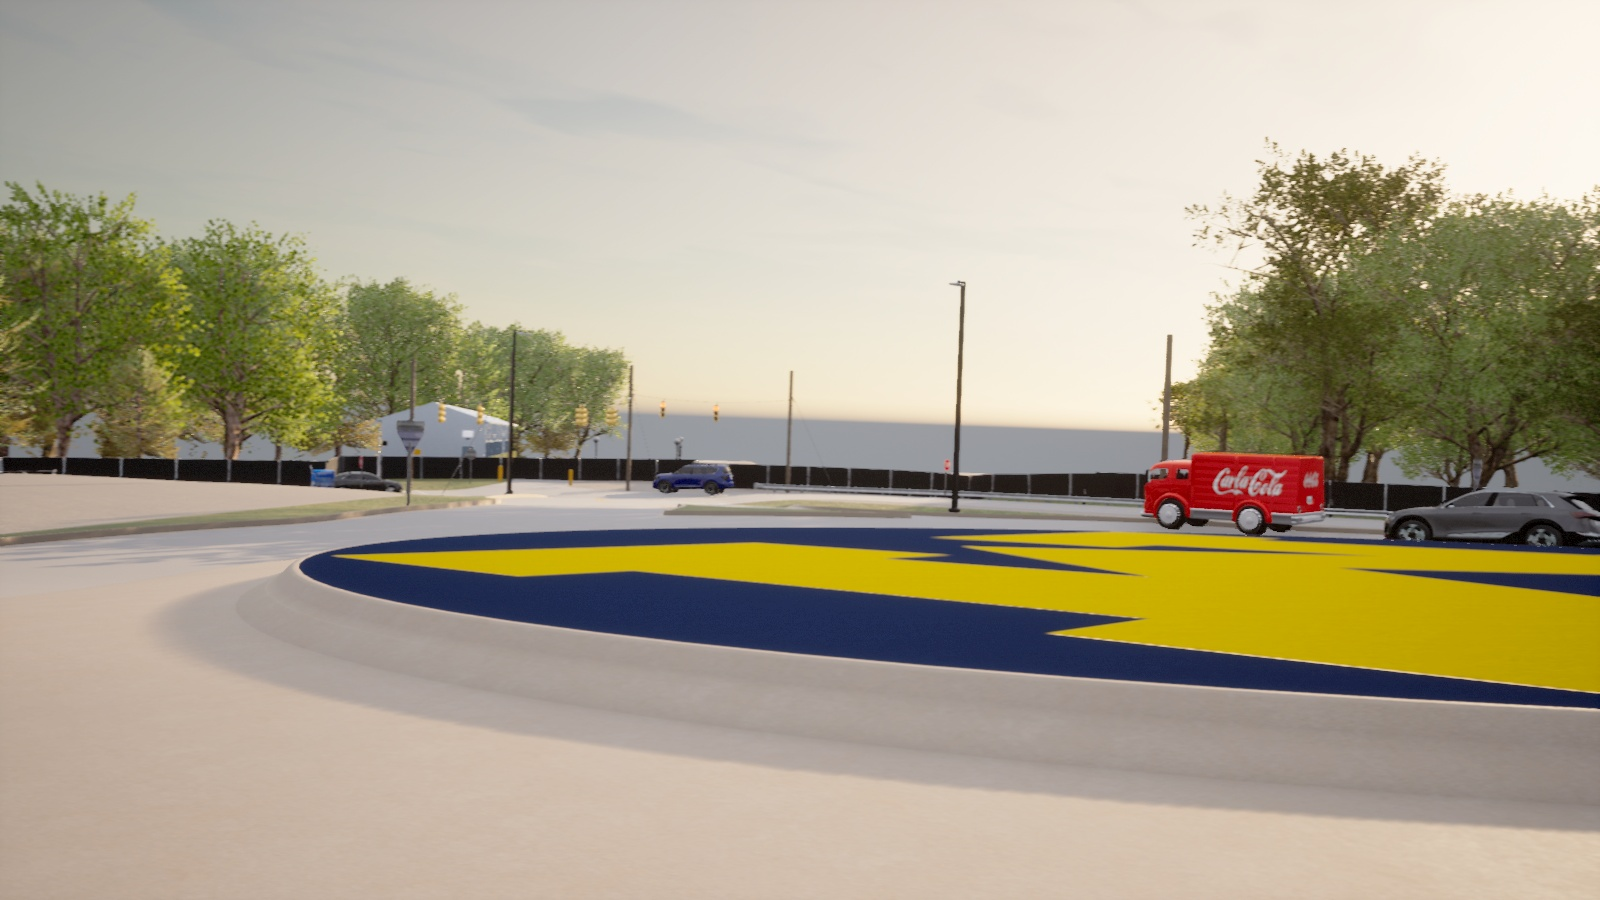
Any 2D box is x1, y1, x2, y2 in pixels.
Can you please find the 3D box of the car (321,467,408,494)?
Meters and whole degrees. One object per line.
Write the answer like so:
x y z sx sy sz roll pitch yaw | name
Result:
-27.612 1.968 79.649 4.892 1.490 1.837 2 1 -31 | car

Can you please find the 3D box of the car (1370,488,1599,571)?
16.699 1.890 30.350 2.033 1.649 4.856 9 -6 -41 | car

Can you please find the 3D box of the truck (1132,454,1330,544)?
13.498 1.440 39.523 5.204 2.467 2.627 2 2 42 | truck

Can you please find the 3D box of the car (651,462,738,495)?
-7.249 1.972 86.482 5.566 2.045 2.150 1 1 11 | car
